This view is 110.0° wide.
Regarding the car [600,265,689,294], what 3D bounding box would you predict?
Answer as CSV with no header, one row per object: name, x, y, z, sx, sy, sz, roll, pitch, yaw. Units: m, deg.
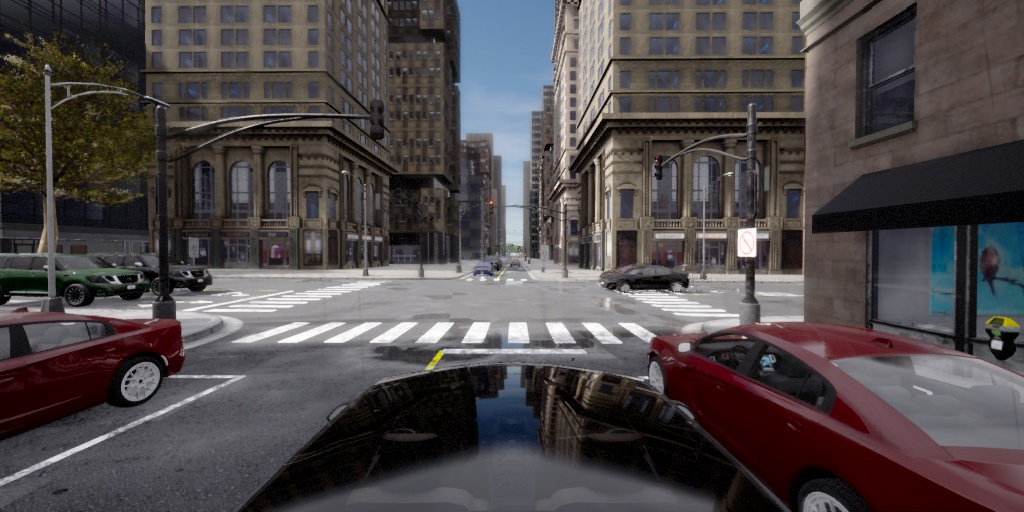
car,7.599,1.281,20.651,5.008,1.535,1.882,1,1,-8

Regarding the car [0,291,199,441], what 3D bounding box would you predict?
car,-5.754,1.295,3.466,1.888,1.381,4.507,0,0,0

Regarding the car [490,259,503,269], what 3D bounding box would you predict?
car,-2.551,1.240,59.658,1.837,1.490,4.892,0,1,1

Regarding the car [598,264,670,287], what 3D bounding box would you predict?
car,8.210,1.318,24.404,4.181,1.385,1.994,0,1,1

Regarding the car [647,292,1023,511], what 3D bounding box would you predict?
car,2.771,1.294,3.396,1.888,1.381,4.507,0,0,0

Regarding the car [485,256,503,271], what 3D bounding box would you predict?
car,-2.689,0.961,47.656,2.150,2.045,5.566,0,0,1

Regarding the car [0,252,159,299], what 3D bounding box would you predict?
car,-18.336,0.901,14.691,5.566,2.045,2.150,0,1,1

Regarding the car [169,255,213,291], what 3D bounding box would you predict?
car,-18.327,0.854,17.941,5.566,2.045,2.150,0,1,1

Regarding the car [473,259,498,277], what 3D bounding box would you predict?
car,-2.797,1.290,36.247,2.033,1.411,5.357,0,0,0
